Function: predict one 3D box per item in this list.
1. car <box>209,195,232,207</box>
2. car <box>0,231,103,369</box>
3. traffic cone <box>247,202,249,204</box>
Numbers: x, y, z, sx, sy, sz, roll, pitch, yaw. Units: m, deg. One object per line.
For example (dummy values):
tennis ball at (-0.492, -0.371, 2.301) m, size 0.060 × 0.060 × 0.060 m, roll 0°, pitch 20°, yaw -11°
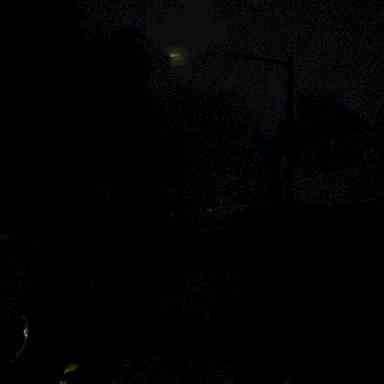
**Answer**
car at (3.864, 1.157, 44.572) m, size 1.882 × 1.535 × 5.008 m, roll -1°, pitch -1°, yaw 23°
car at (-3.077, 1.458, 5.854) m, size 2.033 × 1.411 × 5.357 m, roll 1°, pitch 1°, yaw 0°
traffic cone at (9.876, 1.779, 58.552) m, size 0.340 × 0.580 × 0.340 m, roll -1°, pitch -1°, yaw 33°
